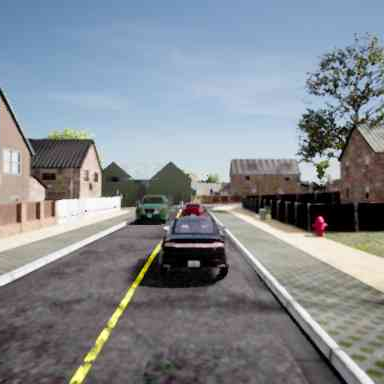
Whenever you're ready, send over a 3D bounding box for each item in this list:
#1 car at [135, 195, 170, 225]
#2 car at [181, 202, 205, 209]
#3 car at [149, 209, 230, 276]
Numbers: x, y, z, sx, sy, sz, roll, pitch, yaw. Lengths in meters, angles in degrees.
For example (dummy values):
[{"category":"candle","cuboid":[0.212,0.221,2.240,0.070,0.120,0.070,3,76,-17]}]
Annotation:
[{"category":"car","cuboid":[-2.846,1.258,25.069,2.150,2.045,5.566,0,0,0]},{"category":"car","cuboid":[0.085,1.567,27.569,1.812,1.442,4.674,0,0,0]},{"category":"car","cuboid":[0.078,1.503,10.372,2.128,1.511,4.902,0,0,1]}]
